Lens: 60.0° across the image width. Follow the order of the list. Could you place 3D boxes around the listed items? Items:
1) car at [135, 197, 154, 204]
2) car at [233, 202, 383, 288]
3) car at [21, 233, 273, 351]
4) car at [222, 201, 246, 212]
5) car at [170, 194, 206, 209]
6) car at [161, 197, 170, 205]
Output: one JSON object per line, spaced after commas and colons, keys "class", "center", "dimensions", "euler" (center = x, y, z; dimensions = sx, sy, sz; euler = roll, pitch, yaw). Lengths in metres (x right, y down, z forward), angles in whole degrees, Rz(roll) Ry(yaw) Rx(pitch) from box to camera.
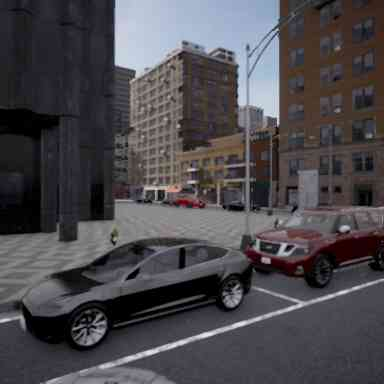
{"class": "car", "center": [-9.309, 1.632, 64.375], "dimensions": [1.895, 1.301, 4.718], "euler": [0, 0, -35]}
{"class": "car", "center": [3.843, 1.349, 9.510], "dimensions": [5.009, 1.841, 2.192], "euler": [0, 0, -36]}
{"class": "car", "center": [-0.748, 1.577, 6.233], "dimensions": [4.313, 1.339, 1.947], "euler": [0, 0, -36]}
{"class": "car", "center": [5.569, 1.665, 37.388], "dimensions": [1.895, 1.301, 4.718], "euler": [0, 0, -35]}
{"class": "car", "center": [-0.395, 1.281, 46.040], "dimensions": [2.150, 2.045, 5.566], "euler": [0, 0, -35]}
{"class": "car", "center": [-3.463, 1.551, 56.005], "dimensions": [2.128, 1.511, 4.902], "euler": [0, 0, -34]}
